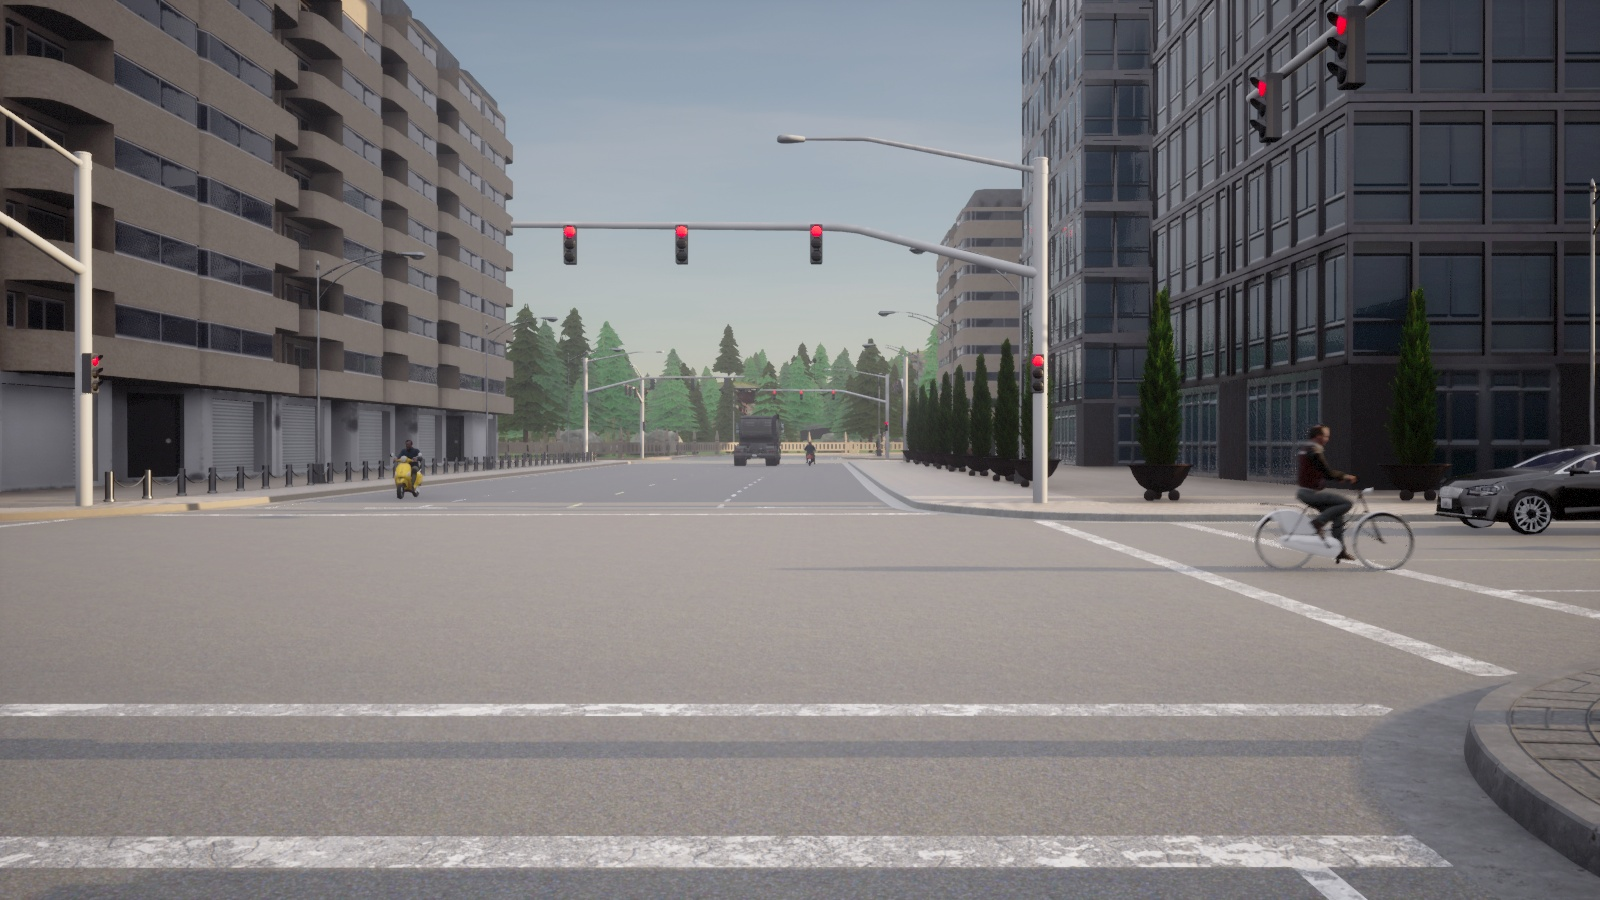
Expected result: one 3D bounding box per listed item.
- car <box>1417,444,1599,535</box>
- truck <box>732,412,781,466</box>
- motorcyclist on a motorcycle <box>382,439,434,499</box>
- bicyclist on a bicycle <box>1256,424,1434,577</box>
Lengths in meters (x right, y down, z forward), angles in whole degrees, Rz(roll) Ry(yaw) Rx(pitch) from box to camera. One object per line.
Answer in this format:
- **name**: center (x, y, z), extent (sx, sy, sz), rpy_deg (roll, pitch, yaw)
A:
- **car**: center (13.678, 0.646, 21.788), extent (4.902, 1.511, 2.128), rpy_deg (0, 0, 1)
- **truck**: center (-2.822, -0.710, 83.605), extent (2.891, 3.462, 7.936), rpy_deg (0, 0, 1)
- **motorcyclist on a motorcycle**: center (-10.623, 0.499, 34.094), extent (0.866, 1.590, 1.817), rpy_deg (0, 0, 0)
- **bicyclist on a bicycle**: center (6.513, 0.594, 15.075), extent (1.843, 1.776, 0.659), rpy_deg (0, 0, 6)
